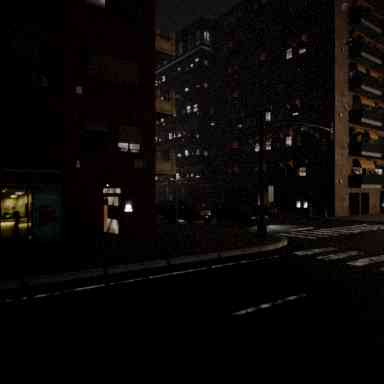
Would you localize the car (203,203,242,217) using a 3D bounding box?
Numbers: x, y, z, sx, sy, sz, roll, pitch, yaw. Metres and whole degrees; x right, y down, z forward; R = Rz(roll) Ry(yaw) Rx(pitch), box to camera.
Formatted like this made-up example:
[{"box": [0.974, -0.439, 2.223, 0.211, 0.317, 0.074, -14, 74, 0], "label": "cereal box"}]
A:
[{"box": [3.310, 1.899, 36.639, 1.947, 1.339, 4.313, -1, 0, -36], "label": "car"}]

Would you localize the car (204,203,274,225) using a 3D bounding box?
[{"box": [3.580, 1.779, 26.346, 2.033, 1.411, 5.357, 0, -1, -34], "label": "car"}]

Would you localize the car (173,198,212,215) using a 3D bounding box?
[{"box": [0.010, 1.718, 41.128, 2.192, 1.841, 5.009, -1, 0, -36], "label": "car"}]

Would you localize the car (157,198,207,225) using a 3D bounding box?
[{"box": [-0.390, 1.586, 27.061, 2.192, 1.841, 5.009, -1, 0, -36], "label": "car"}]

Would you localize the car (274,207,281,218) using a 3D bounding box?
[{"box": [6.605, 1.844, 32.151, 1.802, 1.307, 4.206, -1, 0, -36], "label": "car"}]

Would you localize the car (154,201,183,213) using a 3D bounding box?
[{"box": [-3.280, 2.025, 45.615, 2.008, 1.369, 4.403, -1, 0, -36], "label": "car"}]
